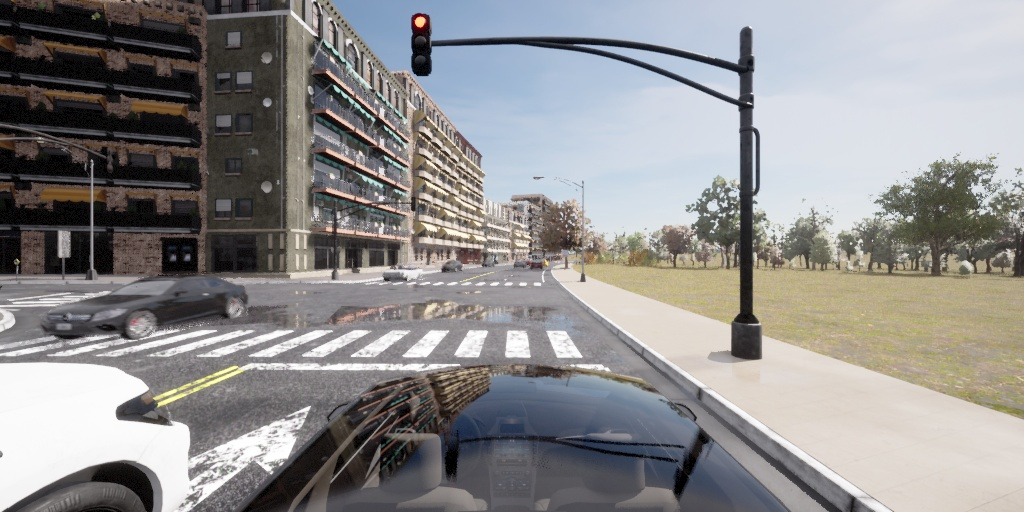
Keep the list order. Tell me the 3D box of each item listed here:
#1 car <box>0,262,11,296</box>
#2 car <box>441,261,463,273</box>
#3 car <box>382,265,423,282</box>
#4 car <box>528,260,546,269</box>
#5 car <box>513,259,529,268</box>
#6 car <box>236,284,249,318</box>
[{"bbox_3d":[-23.799,0.914,13.606,5.357,1.411,2.033,1,0,-19],"label":"car"},{"bbox_3d":[-7.520,1.353,45.351,1.837,1.490,4.892,0,0,6],"label":"car"},{"bbox_3d":[-8.870,1.393,29.373,1.895,1.301,4.718,0,0,4],"label":"car"},{"bbox_3d":[4.234,1.392,59.583,1.882,1.535,5.008,0,-1,8],"label":"car"},{"bbox_3d":[1.431,1.426,63.841,2.128,1.511,4.902,0,0,9],"label":"car"},{"bbox_3d":[-9.712,1.280,10.132,1.812,1.442,4.674,0,0,1],"label":"car"}]
